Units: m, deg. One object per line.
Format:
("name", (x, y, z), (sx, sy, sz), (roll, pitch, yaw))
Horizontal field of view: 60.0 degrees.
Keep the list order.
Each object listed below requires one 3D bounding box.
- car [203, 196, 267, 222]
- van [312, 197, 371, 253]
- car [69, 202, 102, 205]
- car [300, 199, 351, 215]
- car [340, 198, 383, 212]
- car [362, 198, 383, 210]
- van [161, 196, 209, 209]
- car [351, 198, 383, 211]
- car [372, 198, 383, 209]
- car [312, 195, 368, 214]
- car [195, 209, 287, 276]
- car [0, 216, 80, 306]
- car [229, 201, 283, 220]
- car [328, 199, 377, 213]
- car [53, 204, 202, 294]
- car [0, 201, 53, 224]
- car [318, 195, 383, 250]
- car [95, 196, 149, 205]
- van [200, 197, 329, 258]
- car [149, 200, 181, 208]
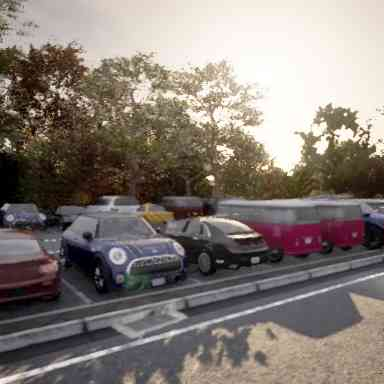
("car", (3.588, 1.364, 29.133), (2.435, 2.045, 5.566), (0, 0, -36))
("van", (4.763, 1.338, 14.078), (1.878, 1.987, 4.442), (0, 0, -36))
("car", (-7.708, 1.552, 21.067), (2.163, 1.488, 4.792), (1, 0, -36))
("car", (14.875, 1.647, 37.219), (2.231, 1.521, 4.892), (0, 0, -36))
("car", (21.644, 1.639, 42.066), (2.097, 1.535, 5.008), (0, 0, -36))
("car", (26.148, 1.665, 45.311), (2.163, 1.488, 4.792), (0, 0, -36))
("van", (-1.015, 1.355, 26.024), (1.878, 1.987, 4.442), (1, 0, -36))
("car", (23.903, 1.638, 43.680), (2.231, 1.521, 4.892), (0, 0, -36))
("car", (28.531, 1.630, 46.749), (1.946, 1.575, 5.366), (0, 0, -36))
("car", (17.145, 1.392, 38.812), (2.435, 2.045, 5.566), (0, 0, -36))
("car", (0.270, 1.525, 10.719), (2.231, 1.521, 4.892), (0, 0, -36))
("car", (-4.295, 1.524, 7.465), (2.002, 1.452, 4.674), (0, 0, -36))
("car", (5.812, 1.658, 30.791), (2.163, 1.488, 4.792), (0, 0, -36))
("car", (19.385, 1.641, 40.453), (2.097, 1.535, 5.008), (0, 0, -36))
("car", (-2.032, 1.378, 9.122), (2.185, 1.767, 4.553), (1, 0, -36))
("car", (-10.002, 1.377, 19.502), (2.185, 1.767, 4.553), (0, 0, -36))
("car", (7.129, 1.332, 15.590), (2.435, 2.045, 5.566), (1, 0, -36))
("car", (-5.481, 1.290, 22.728), (2.435, 2.045, 5.566), (1, 0, -36))
("van", (2.482, 1.318, 12.450), (1.878, 1.987, 4.442), (0, 0, -36))
("car", (-3.315, 1.558, 24.468), (1.946, 1.575, 5.366), (1, 0, -36))
